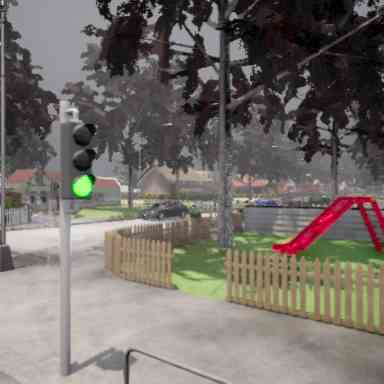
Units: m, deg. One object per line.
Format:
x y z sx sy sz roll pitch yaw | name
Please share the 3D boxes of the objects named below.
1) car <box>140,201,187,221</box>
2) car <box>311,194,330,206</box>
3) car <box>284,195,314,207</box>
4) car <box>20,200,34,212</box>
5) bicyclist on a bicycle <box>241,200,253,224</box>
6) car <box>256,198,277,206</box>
-2.298 1.553 28.147 1.837 1.490 4.892 0 1 35 | car
20.171 1.265 52.655 2.150 2.045 5.566 0 0 35 | car
14.159 1.547 44.123 1.837 1.490 4.892 0 0 36 | car
-16.443 1.390 30.672 4.181 1.381 1.994 0 0 35 | car
3.828 1.378 22.273 1.656 1.620 0.582 -1 0 35 | bicyclist on a bicycle
9.866 1.532 45.182 1.882 1.535 5.008 0 0 36 | car
